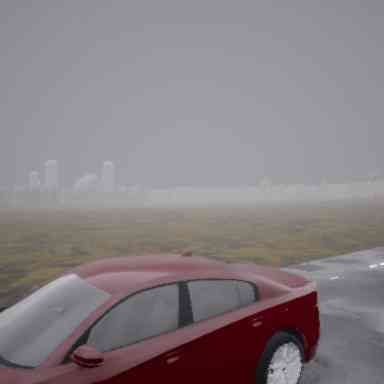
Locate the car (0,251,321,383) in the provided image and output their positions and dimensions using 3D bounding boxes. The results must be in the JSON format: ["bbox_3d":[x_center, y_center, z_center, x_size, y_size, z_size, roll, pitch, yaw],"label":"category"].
[{"bbox_3d":[-0.720,1.475,3.478,5.008,1.535,1.882,0,0,-35],"label":"car"}]
